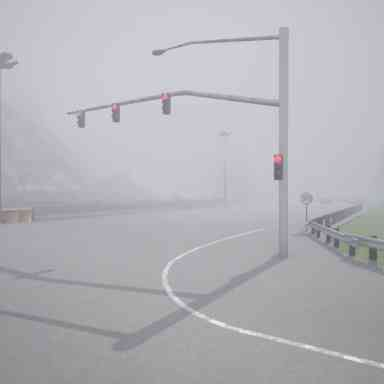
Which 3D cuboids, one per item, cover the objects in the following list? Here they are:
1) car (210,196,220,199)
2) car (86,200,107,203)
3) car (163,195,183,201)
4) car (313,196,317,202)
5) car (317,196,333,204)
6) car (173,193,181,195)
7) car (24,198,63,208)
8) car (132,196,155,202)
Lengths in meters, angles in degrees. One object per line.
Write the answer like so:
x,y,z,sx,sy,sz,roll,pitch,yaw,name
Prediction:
4.651,1.543,66.602,1.895,1.301,4.718,0,0,20,car
-11.289,1.540,38.070,1.895,1.301,4.718,0,0,32,car
-3.044,1.507,51.260,1.994,1.385,4.181,0,0,31,car
28.111,1.520,72.920,2.033,1.411,5.357,0,0,7,car
25.561,1.549,63.331,1.994,1.385,4.181,0,0,16,car
-3.484,1.148,75.767,2.097,1.767,4.553,0,0,14,car
-19.750,1.518,44.328,1.895,1.301,4.718,0,0,32,car
-8.937,1.468,61.901,2.033,1.411,5.357,0,0,28,car
